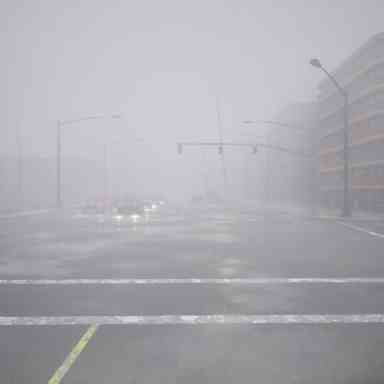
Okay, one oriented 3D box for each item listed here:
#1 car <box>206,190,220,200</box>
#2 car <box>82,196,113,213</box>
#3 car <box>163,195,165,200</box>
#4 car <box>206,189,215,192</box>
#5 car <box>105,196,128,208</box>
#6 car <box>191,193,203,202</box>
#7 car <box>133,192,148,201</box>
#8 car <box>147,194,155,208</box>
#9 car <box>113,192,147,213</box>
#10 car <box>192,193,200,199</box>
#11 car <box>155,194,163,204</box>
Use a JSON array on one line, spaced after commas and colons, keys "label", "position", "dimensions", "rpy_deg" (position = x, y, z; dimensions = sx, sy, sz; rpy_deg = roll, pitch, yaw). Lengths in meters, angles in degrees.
[{"label": "car", "position": [4.457, 0.919, 65.884], "dimensions": [1.994, 1.385, 4.181], "rpy_deg": [0, 1, 0]}, {"label": "car", "position": [-9.833, 1.225, 34.806], "dimensions": [2.097, 1.767, 4.553], "rpy_deg": [0, 1, 0]}, {"label": "car", "position": [-6.208, 1.012, 62.756], "dimensions": [1.895, 1.301, 4.718], "rpy_deg": [0, 1, 1]}, {"label": "car", "position": [4.387, 0.425, 75.867], "dimensions": [2.150, 2.045, 5.566], "rpy_deg": [0, 1, 0]}, {"label": "car", "position": [-9.808, 1.314, 43.449], "dimensions": [1.994, 1.385, 4.181], "rpy_deg": [0, 1, 0]}, {"label": "car", "position": [0.937, 0.948, 59.393], "dimensions": [1.882, 1.535, 5.008], "rpy_deg": [0, 1, 0]}, {"label": "car", "position": [-9.702, 0.896, 63.144], "dimensions": [2.128, 1.511, 4.902], "rpy_deg": [0, 1, 1]}, {"label": "car", "position": [-6.309, 1.277, 43.346], "dimensions": [1.812, 1.442, 4.674], "rpy_deg": [0, 1, 0]}, {"label": "car", "position": [-6.335, 1.226, 34.463], "dimensions": [2.097, 1.767, 4.553], "rpy_deg": [0, 1, 0]}, {"label": "car", "position": [0.886, 0.792, 76.127], "dimensions": [1.895, 1.301, 4.718], "rpy_deg": [0, 1, 0]}, {"label": "car", "position": [-6.276, 1.080, 52.627], "dimensions": [2.128, 1.511, 4.902], "rpy_deg": [0, 1, 0]}]
